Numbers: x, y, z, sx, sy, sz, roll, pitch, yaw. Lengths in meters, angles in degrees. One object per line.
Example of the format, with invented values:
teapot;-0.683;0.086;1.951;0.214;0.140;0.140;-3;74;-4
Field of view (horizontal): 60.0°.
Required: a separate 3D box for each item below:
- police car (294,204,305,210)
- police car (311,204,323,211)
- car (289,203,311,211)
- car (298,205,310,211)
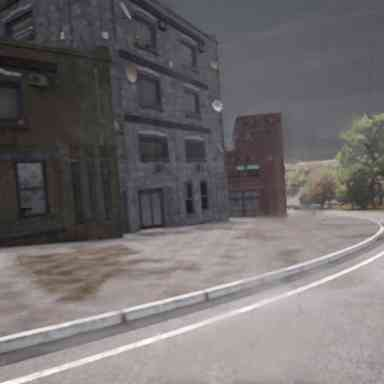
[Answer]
police car;28.927;4.058;89.815;1.930;1.638;5.238;-4;-3;9
police car;27.556;3.443;74.165;1.930;1.638;5.238;-4;-3;1
car;23.276;3.370;72.011;2.128;1.511;4.902;-4;-3;1
car;28.170;3.946;83.862;1.812;1.442;4.674;-4;-3;6
